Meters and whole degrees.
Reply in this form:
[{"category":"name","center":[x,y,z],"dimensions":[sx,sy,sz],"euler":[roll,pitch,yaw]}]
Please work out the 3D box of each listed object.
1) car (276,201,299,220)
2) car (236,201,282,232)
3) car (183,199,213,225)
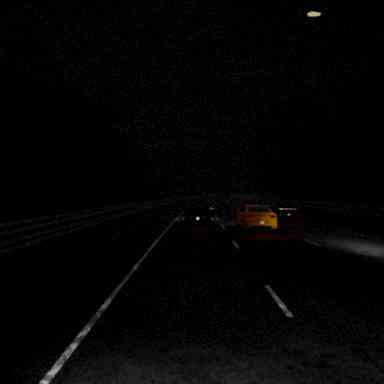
[{"category":"car","center":[7.548,1.532,28.055],"dimensions":[2.128,1.511,4.902],"euler":[0,0,2]},{"category":"car","center":[3.851,1.495,20.468],"dimensions":[1.882,1.535,5.008],"euler":[0,0,1]},{"category":"car","center":[0.448,1.529,24.555],"dimensions":[1.837,1.490,4.892],"euler":[0,-1,1]}]
